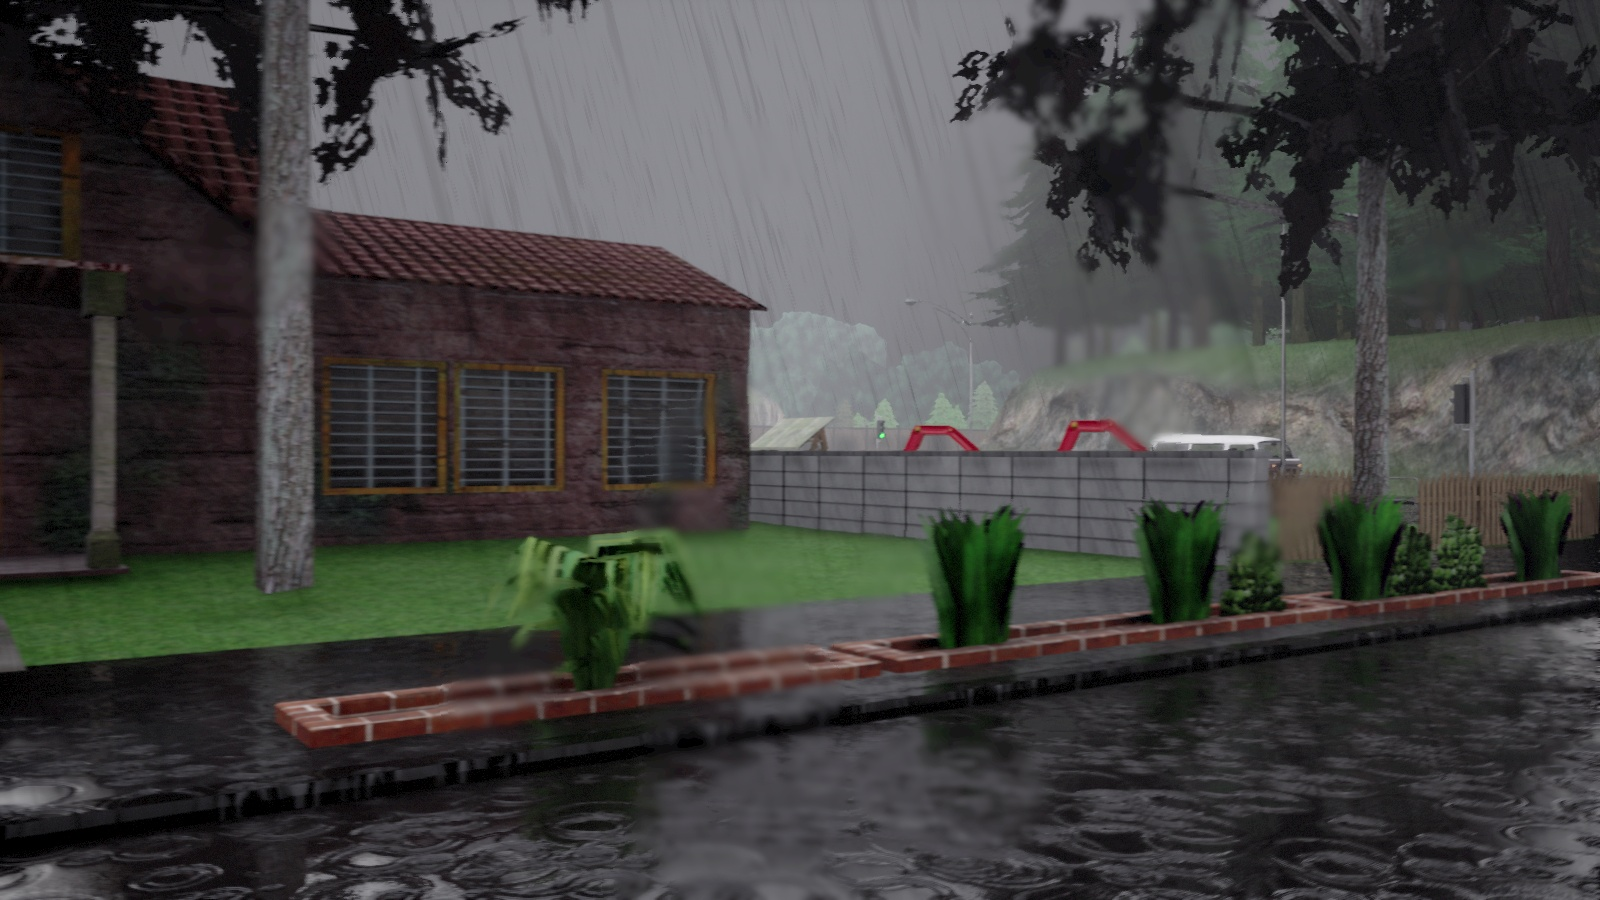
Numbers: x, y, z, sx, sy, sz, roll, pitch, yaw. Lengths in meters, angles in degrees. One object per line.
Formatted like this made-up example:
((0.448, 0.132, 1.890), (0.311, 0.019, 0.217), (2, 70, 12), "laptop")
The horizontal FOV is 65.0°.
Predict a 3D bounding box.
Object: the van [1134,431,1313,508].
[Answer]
((12.004, 0.531, 35.828), (2.069, 2.038, 4.480), (0, 0, -35), "van")
